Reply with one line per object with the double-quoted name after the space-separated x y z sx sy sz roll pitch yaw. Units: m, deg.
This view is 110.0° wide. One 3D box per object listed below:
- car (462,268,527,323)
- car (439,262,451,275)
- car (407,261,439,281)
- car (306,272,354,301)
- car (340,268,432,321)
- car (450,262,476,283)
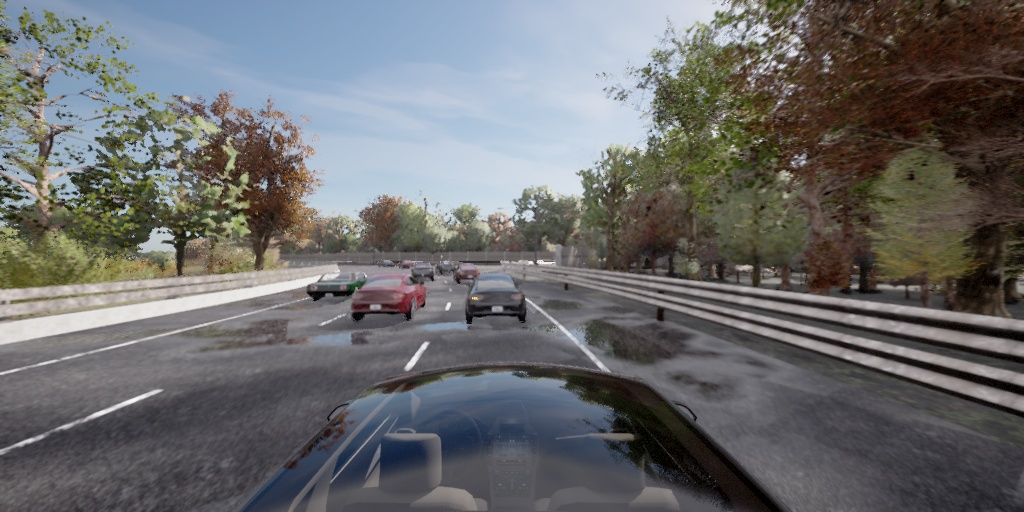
-0.609 1.309 12.181 1.812 1.442 4.674 0 0 -5 "car"
-7.877 1.392 42.242 2.128 1.511 4.902 0 0 -21 "car"
-7.974 1.360 31.707 2.128 1.511 4.902 0 0 -16 "car"
-8.320 1.430 17.866 1.895 1.301 4.718 0 0 -9 "car"
-4.169 1.324 12.668 1.812 1.442 4.674 0 0 -5 "car"
-3.652 1.370 28.841 1.812 1.442 4.674 0 0 -14 "car"
